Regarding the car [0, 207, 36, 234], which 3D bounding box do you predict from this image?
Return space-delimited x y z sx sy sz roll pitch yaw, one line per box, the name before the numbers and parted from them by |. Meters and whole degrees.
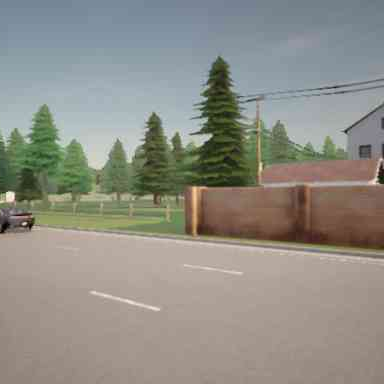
car | -11.891 1.712 21.074 4.902 1.511 2.128 -1 0 36
